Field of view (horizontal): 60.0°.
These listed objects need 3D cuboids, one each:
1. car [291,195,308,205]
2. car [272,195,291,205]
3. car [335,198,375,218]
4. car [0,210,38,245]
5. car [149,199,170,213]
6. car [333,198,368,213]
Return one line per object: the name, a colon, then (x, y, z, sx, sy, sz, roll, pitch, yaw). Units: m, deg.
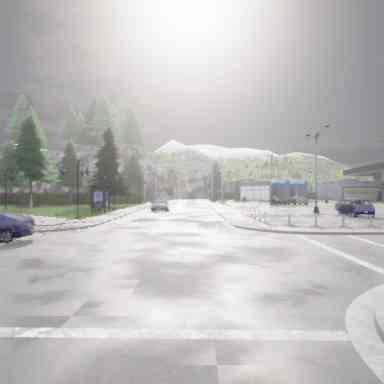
car: (17.270, 1.324, 54.461, 2.152, 1.636, 5.027, 0, 0, 0)
car: (14.133, 1.333, 54.436, 2.007, 1.523, 4.514, 0, 0, 0)
car: (13.919, 1.370, 28.402, 1.845, 1.501, 3.633, 0, 0, 0)
car: (-9.365, 1.523, 14.673, 4.674, 1.442, 1.812, 0, 2, -11)
car: (-3.547, 1.527, 37.643, 1.812, 1.442, 4.674, 0, 0, 0)
car: (16.963, 1.380, 35.797, 1.970, 1.475, 3.806, 0, 0, 0)
